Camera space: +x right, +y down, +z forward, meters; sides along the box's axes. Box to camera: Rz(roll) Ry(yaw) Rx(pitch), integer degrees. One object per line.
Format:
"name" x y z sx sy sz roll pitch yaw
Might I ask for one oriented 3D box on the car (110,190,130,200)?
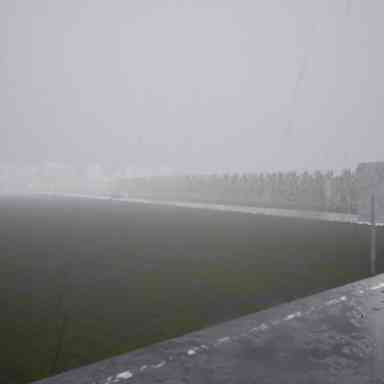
"car" -11.855 0.448 54.801 2.128 1.511 4.902 0 1 -36
